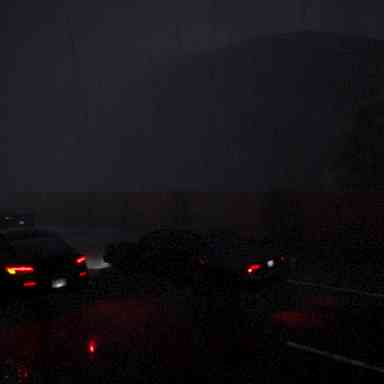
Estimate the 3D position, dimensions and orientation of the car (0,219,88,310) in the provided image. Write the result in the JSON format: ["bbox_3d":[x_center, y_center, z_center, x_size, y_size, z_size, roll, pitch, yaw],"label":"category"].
[{"bbox_3d":[-4.216,1.590,7.942,4.674,1.442,1.812,-1,-1,43],"label":"car"}]

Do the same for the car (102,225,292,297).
[{"bbox_3d":[-0.175,1.609,8.848,5.357,1.411,2.033,0,0,42],"label":"car"}]

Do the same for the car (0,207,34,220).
[{"bbox_3d":[-11.770,1.701,21.923,1.812,1.442,4.674,0,-1,-39],"label":"car"}]
